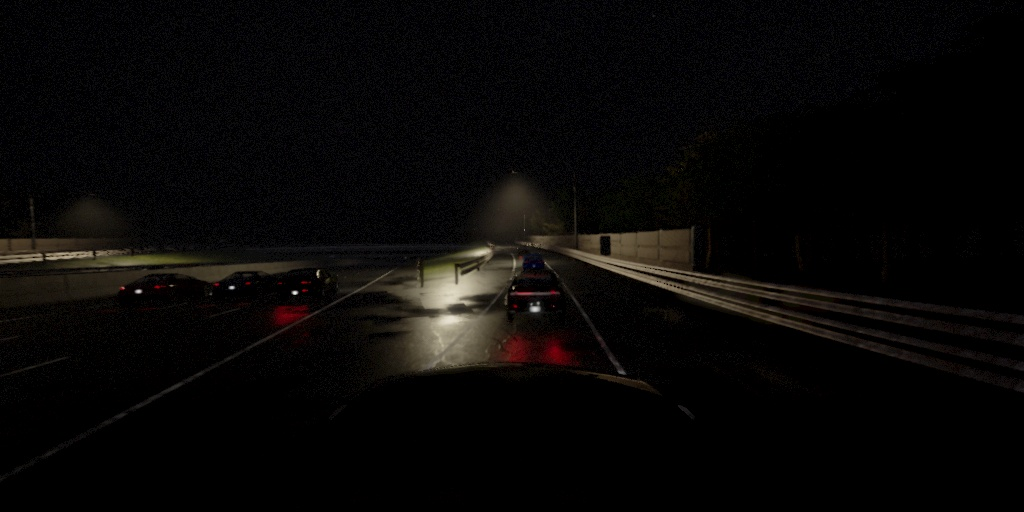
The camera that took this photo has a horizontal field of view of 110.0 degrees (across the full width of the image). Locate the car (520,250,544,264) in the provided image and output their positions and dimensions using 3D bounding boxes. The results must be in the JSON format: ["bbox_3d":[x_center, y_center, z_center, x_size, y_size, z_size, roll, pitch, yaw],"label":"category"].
[{"bbox_3d":[1.912,0.558,32.309,1.882,1.535,5.008,-1,3,2],"label":"car"}]

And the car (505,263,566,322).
[{"bbox_3d":[0.820,1.240,12.517,2.128,1.511,4.902,-1,1,4],"label":"car"}]

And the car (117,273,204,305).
[{"bbox_3d":[-17.324,1.565,18.122,1.994,1.385,4.181,-1,0,-14],"label":"car"}]

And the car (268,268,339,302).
[{"bbox_3d":[-10.259,1.367,18.305,1.837,1.490,4.892,-1,0,-14],"label":"car"}]

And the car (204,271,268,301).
[{"bbox_3d":[-13.997,1.494,19.244,1.994,1.385,4.181,-1,0,-14],"label":"car"}]

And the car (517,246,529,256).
[{"bbox_3d":[1.859,-0.872,58.814,1.812,1.442,4.674,-1,3,-2],"label":"car"}]

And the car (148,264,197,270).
[{"bbox_3d":[-32.654,1.592,35.279,1.882,1.535,5.008,-1,1,-14],"label":"car"}]

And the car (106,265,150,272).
[{"bbox_3d":[-35.425,1.803,31.950,1.895,1.301,4.718,-1,1,-14],"label":"car"}]

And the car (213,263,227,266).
[{"bbox_3d":[-39.540,1.654,48.337,2.033,1.411,5.357,-1,1,-14],"label":"car"}]
